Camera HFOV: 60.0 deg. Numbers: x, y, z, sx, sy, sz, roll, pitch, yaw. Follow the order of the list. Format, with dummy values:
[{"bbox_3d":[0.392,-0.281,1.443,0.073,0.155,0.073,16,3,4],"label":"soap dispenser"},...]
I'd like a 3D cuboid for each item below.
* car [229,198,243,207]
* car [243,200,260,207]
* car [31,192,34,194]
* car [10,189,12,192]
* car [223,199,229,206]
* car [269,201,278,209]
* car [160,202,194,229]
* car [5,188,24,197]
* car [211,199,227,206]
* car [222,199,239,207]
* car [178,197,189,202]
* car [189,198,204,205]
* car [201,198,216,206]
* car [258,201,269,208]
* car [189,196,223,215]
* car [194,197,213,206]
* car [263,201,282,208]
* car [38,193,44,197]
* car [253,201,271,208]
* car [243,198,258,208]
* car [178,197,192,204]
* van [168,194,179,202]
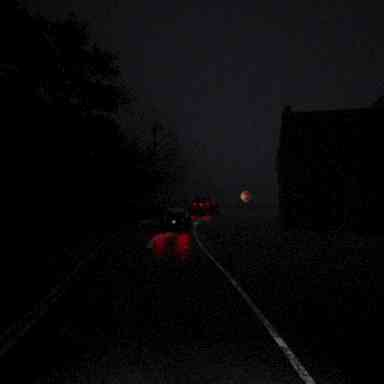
[{"bbox_3d":[7.473,2.192,65.359,2.097,1.535,5.008,3,-1,-16],"label":"car"},{"bbox_3d":[14.412,2.858,80.945,2.097,1.535,5.008,3,-1,-16],"label":"car"},{"bbox_3d":[-32.827,0.193,67.188,2.185,1.767,4.553,4,-2,-16],"label":"car"},{"bbox_3d":[-29.095,0.285,54.588,2.163,1.488,4.792,4,-2,-16],"label":"car"},{"bbox_3d":[4.803,1.892,64.636,2.185,1.767,4.553,4,-1,-16],"label":"car"},{"bbox_3d":[15.506,2.691,67.629,2.163,1.488,4.792,3,-1,-16],"label":"car"},{"bbox_3d":[-1.004,1.593,21.824,1.812,1.442,4.674,0,-1,1],"label":"car"},{"bbox_3d":[-35.357,0.154,66.399,2.163,1.488,4.792,4,-2,-16],"label":"car"},{"bbox_3d":[6.445,2.425,78.867,1.946,1.575,5.366,3,-1,-16],"label":"car"},{"bbox_3d":[9.129,2.582,79.634,1.946,1.575,5.366,3,-1,-16],"label":"car"},{"bbox_3d":[-0.534,1.681,63.048,2.163,1.488,4.792,4,-1,-16],"label":"car"},{"bbox_3d":[1.018,2.117,77.127,2.002,1.452,4.674,4,-1,-16],"label":"car"},{"bbox_3d":[3.806,2.290,77.950,2.163,1.488,4.792,4,-1,-16],"label":"car"},{"bbox_3d":[12.833,2.516,66.889,2.231,1.521,4.892,3,-1,-16],"label":"car"},{"bbox_3d":[1.699,1.550,38.774,2.150,2.045,5.566,0,-1,15],"label":"car"},{"bbox_3d":[2.121,1.865,63.867,2.163,1.488,4.792,4,-1,-16],"label":"car"},{"bbox_3d":[19.895,3.106,82.511,2.231,1.521,4.892,3,-1,-16],"label":"car"},{"bbox_3d":[-30.168,0.521,67.911,2.097,1.535,5.008,4,-2,-16],"label":"car"},{"bbox_3d":[17.092,2.983,81.710,2.097,1.535,5.008,3,-1,-16],"label":"car"},{"bbox_3d":[10.159,2.108,66.163,2.435,2.045,5.566,3,-1,-16],"label":"car"},{"bbox_3d":[-1.654,1.934,76.364,2.002,1.452,4.674,4,-1,-16],"label":"car"},{"bbox_3d":[-4.167,1.495,75.513,1.878,1.987,4.442,4,-1,-16],"label":"van"}]
